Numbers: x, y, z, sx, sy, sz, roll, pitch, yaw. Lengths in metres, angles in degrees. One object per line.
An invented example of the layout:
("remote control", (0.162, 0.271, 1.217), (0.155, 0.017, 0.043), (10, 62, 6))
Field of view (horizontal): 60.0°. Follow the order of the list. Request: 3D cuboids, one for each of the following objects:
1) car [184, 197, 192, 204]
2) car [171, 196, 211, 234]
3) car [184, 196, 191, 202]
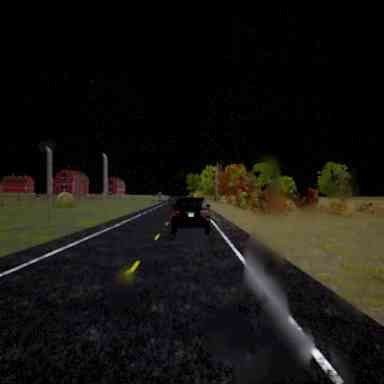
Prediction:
("car", (-0.974, 1.940, 76.695), (1.812, 1.442, 4.674), (0, 0, -2))
("car", (-0.068, 1.325, 20.168), (2.150, 2.045, 5.566), (0, 0, 0))
("car", (-1.245, 1.870, 86.737), (1.812, 1.442, 4.674), (0, 0, -2))
